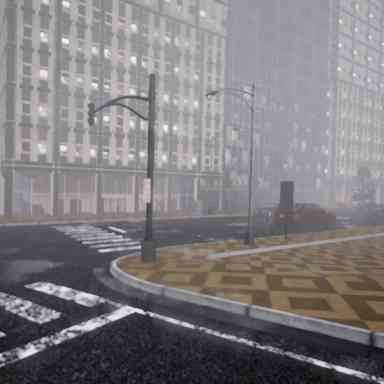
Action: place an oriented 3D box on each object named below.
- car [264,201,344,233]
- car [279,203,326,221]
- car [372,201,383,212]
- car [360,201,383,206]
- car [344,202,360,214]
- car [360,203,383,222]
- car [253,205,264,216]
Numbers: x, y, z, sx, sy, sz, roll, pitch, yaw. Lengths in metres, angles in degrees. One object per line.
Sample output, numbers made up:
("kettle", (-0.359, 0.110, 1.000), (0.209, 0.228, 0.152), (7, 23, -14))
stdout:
("car", (7.596, 1.632, 22.385), (5.009, 1.841, 2.192), (1, 1, -35))
("car", (10.226, 1.788, 30.790), (4.181, 1.385, 1.994), (1, 1, -35))
("car", (26.433, 1.926, 44.984), (4.206, 1.307, 1.802), (1, 1, -35))
("car", (21.769, 1.860, 41.762), (4.313, 1.339, 1.947), (1, 1, -35))
("car", (16.966, 1.767, 38.442), (4.829, 1.417, 1.752), (1, 1, -35))
("car", (16.918, 1.962, 28.834), (4.507, 1.381, 1.887), (1, 1, -35))
("car", (7.777, 1.694, 32.094), (4.403, 1.369, 2.008), (1, 1, -35))
